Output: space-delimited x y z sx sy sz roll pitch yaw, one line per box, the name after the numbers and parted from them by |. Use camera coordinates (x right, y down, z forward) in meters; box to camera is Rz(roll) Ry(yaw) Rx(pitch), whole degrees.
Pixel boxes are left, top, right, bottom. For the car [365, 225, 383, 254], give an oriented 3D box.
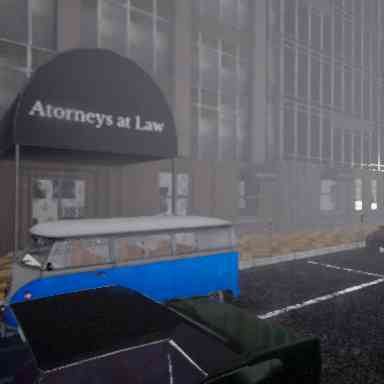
8.270 1.605 12.453 4.313 1.339 1.947 0 0 -36 | car

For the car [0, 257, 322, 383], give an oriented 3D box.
-1.157 1.602 2.554 4.718 1.301 1.895 0 0 -36 | car

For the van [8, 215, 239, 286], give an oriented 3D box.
-0.991 1.348 5.843 3.998 1.788 1.690 0 0 -36 | van
